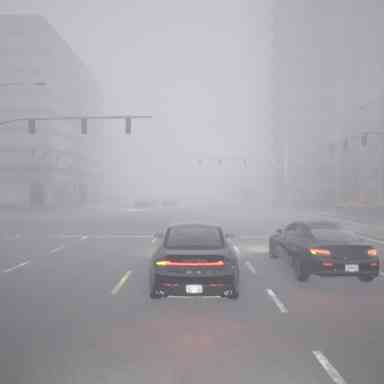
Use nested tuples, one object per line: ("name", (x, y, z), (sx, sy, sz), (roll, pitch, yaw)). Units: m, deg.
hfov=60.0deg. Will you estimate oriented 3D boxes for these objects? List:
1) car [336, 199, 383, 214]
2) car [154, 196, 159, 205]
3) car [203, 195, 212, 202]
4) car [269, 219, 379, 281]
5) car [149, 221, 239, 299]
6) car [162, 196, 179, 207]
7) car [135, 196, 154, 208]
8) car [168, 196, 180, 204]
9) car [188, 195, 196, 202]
("car", (18.081, 1.477, 35.582), (5.008, 1.535, 1.882), (0, 0, 1))
("car", (-7.072, 1.477, 59.101), (1.882, 1.535, 5.008), (0, 0, 0))
("car", (3.501, 1.361, 73.944), (1.812, 1.442, 4.674), (0, 0, 0))
("car", (3.564, 1.526, 9.693), (1.812, 1.442, 4.674), (0, 0, 0))
("car", (0.058, 1.505, 8.437), (1.837, 1.490, 4.892), (0, 0, 0))
("car", (-3.568, 1.477, 52.546), (1.882, 1.535, 5.008), (0, 0, 0))
("car", (-7.086, 1.600, 48.423), (1.895, 1.301, 4.718), (0, 0, 0))
("car", (-3.527, 1.546, 65.173), (2.033, 1.411, 5.357), (0, 0, 0))
("car", (0.001, 1.362, 73.944), (2.128, 1.511, 4.902), (0, 0, 0))
